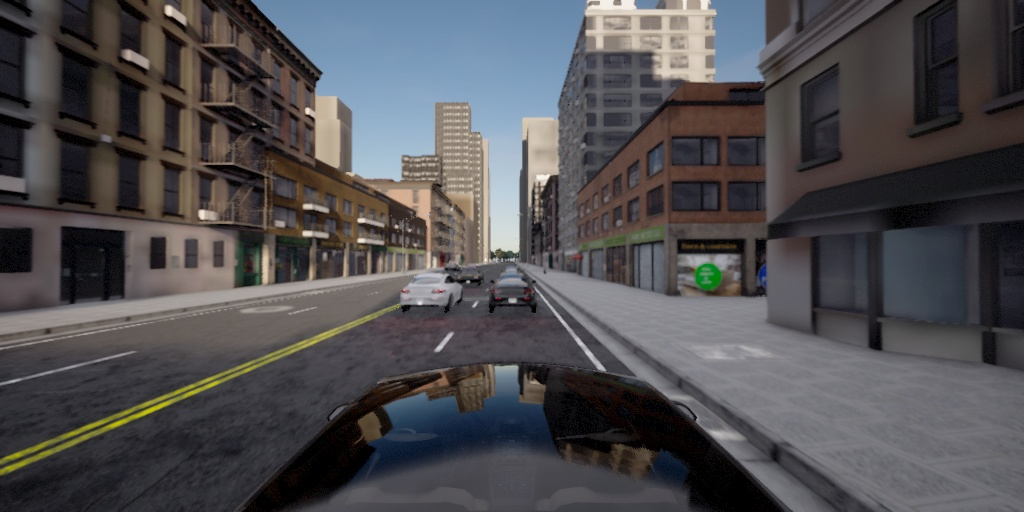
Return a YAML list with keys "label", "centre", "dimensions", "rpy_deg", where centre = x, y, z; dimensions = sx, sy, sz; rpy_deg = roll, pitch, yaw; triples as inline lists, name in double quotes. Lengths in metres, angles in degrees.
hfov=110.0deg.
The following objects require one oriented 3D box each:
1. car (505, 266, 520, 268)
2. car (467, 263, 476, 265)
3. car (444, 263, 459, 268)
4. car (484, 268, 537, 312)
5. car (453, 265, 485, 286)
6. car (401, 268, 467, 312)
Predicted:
- label: "car"
  centre: [0.047, 1.575, 29.956]
  dimensions: [1.812, 1.442, 4.674]
  rpy_deg: [0, 0, 1]
- label: "car"
  centre: [-6.565, 1.909, 58.573]
  dimensions: [1.812, 1.442, 4.674]
  rpy_deg: [0, -1, 0]
- label: "car"
  centre: [-9.811, 1.860, 58.534]
  dimensions: [1.882, 1.535, 5.008]
  rpy_deg: [0, -1, 1]
- label: "car"
  centre: [0.048, 1.415, 14.896]
  dimensions: [1.812, 1.442, 4.674]
  rpy_deg: [0, 0, 1]
- label: "car"
  centre: [-3.217, 1.636, 28.574]
  dimensions: [1.895, 1.301, 4.718]
  rpy_deg: [0, -1, 1]
- label: "car"
  centre: [-3.201, 1.415, 14.870]
  dimensions: [1.812, 1.442, 4.674]
  rpy_deg: [0, 0, 1]
